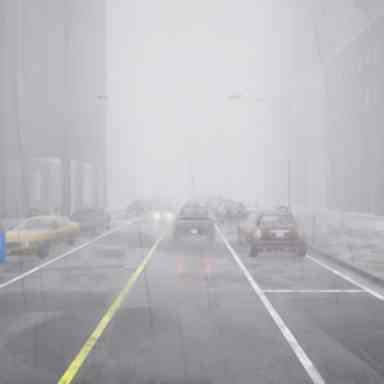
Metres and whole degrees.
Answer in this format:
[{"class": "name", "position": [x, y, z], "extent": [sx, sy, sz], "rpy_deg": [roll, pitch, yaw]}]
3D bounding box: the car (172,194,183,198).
[{"class": "car", "position": [-3.017, 1.250, 78.110], "extent": [1.837, 1.490, 4.892], "rpy_deg": [0, 0, 0]}]

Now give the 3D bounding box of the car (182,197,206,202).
[{"class": "car", "position": [0.087, 1.485, 32.342], "extent": [1.994, 1.385, 4.181], "rpy_deg": [0, 0, 0]}]

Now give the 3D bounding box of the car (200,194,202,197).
[{"class": "car", "position": [2.840, 1.428, 57.905], "extent": [1.947, 1.339, 4.313], "rpy_deg": [0, 0, 0]}]

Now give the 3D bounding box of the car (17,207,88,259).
[{"class": "car", "position": [-5.675, 1.494, 12.540], "extent": [1.752, 1.417, 4.829], "rpy_deg": [0, 0, 0]}]

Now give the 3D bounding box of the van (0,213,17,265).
[{"class": "van", "position": [-5.675, 1.323, 7.060], "extent": [1.690, 1.788, 3.998], "rpy_deg": [0, 0, 0]}]

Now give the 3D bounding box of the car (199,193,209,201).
[{"class": "car", "position": [2.834, 1.127, 80.499], "extent": [2.192, 1.841, 5.009], "rpy_deg": [0, 0, 0]}]

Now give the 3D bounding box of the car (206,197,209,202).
[{"class": "car", "position": [2.845, 1.459, 35.311], "extent": [1.887, 1.381, 4.507], "rpy_deg": [0, 0, 0]}]

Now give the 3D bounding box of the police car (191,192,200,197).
[{"class": "police car", "position": [0.885, 1.270, 65.889], "extent": [1.930, 1.638, 5.238], "rpy_deg": [0, 0, 0]}]

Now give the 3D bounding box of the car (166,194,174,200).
[{"class": "car", "position": [-5.691, 1.343, 86.145], "extent": [1.887, 1.381, 4.507], "rpy_deg": [0, 0, 0]}]

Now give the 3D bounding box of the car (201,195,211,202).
[{"class": "car", "position": [2.837, 1.382, 69.203], "extent": [1.887, 1.381, 4.507], "rpy_deg": [0, 0, 0]}]

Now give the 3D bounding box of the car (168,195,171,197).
[{"class": "car", "position": [-5.687, 1.401, 63.549], "extent": [2.008, 1.369, 4.403], "rpy_deg": [0, 0, 0]}]

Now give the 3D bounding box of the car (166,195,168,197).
[{"class": "car", "position": [-5.686, 1.303, 57.900], "extent": [1.967, 1.590, 4.097], "rpy_deg": [0, 0, 0]}]

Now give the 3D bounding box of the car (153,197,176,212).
[{"class": "car", "position": [-3.105, 1.510, 37.429], "extent": [1.895, 1.301, 4.718], "rpy_deg": [0, 0, 0]}]

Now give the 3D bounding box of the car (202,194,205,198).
[{"class": "car", "position": [2.842, 1.328, 46.608], "extent": [1.967, 1.590, 4.097], "rpy_deg": [0, 0, 0]}]

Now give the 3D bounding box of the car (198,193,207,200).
[{"class": "car", "position": [2.832, 1.098, 91.796], "extent": [2.192, 1.841, 5.009], "rpy_deg": [0, 0, 0]}]

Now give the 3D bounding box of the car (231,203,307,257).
[{"class": "car", "position": [2.849, 1.408, 12.717], "extent": [1.967, 1.590, 4.097], "rpy_deg": [0, 0, 0]}]

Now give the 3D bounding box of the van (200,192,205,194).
[{"class": "van", "position": [2.837, 1.191, 63.554], "extent": [1.690, 1.788, 3.998], "rpy_deg": [0, 0, 0]}]

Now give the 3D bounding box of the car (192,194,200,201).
[{"class": "car", "position": [0.883, 1.328, 75.779], "extent": [1.837, 1.490, 4.892], "rpy_deg": [0, 0, 0]}]

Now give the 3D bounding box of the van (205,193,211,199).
[{"class": "van", "position": [2.842, 1.242, 40.959], "extent": [1.690, 1.788, 3.998], "rpy_deg": [0, 0, 0]}]

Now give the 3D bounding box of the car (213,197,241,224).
[{"class": "car", "position": [2.846, 1.381, 24.014], "extent": [1.967, 1.590, 4.097], "rpy_deg": [0, 0, 0]}]

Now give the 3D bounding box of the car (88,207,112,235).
[{"class": "car", "position": [-5.677, 1.520, 18.359], "extent": [1.947, 1.339, 4.313], "rpy_deg": [0, 0, 0]}]

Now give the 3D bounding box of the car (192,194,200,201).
[{"class": "car", "position": [0.882, 1.315, 81.779], "extent": [1.837, 1.490, 4.892], "rpy_deg": [0, 0, 0]}]

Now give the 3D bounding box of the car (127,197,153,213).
[{"class": "car", "position": [-5.680, 1.480, 35.305], "extent": [1.947, 1.339, 4.313], "rpy_deg": [0, 0, 0]}]

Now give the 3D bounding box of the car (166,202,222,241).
[{"class": "car", "position": [0.090, 1.450, 16.436], "extent": [2.128, 1.511, 4.902], "rpy_deg": [0, 0, 0]}]

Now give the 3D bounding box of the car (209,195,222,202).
[{"class": "car", "position": [2.845, 1.367, 29.662], "extent": [1.967, 1.590, 4.097], "rpy_deg": [0, 0, 0]}]

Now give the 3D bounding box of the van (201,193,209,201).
[{"class": "van", "position": [2.835, 1.166, 74.850], "extent": [1.690, 1.788, 3.998], "rpy_deg": [0, 0, 0]}]

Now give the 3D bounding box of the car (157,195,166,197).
[{"class": "car", "position": [-5.684, 1.426, 52.251], "extent": [2.008, 1.369, 4.403], "rpy_deg": [0, 0, 0]}]

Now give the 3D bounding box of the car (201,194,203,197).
[{"class": "car", "position": [2.841, 1.420, 52.257], "extent": [1.887, 1.381, 4.507], "rpy_deg": [0, 0, 0]}]
